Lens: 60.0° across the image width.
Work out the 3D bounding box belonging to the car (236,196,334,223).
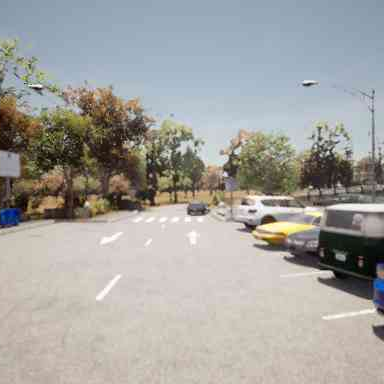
[{"bbox_3d":[5.452,1.301,20.504,5.566,2.045,2.435,1,0,-20],"label":"car"}]

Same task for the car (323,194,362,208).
[{"bbox_3d":[24.147,1.428,53.578,2.435,2.045,5.566,0,-1,-21],"label":"car"}]

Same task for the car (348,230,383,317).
[{"bbox_3d":[5.382,1.504,5.466,5.008,1.535,2.097,1,0,-20],"label":"car"}]

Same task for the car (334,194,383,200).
[{"bbox_3d":[18.470,1.365,36.454,2.435,2.045,5.566,0,1,-21],"label":"car"}]

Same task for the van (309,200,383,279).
[{"bbox_3d":[5.513,1.290,8.512,4.442,1.987,1.878,1,0,-20],"label":"van"}]

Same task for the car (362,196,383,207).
[{"bbox_3d":[30.203,1.559,53.724,2.185,1.767,4.553,1,-1,-21],"label":"car"}]

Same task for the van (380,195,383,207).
[{"bbox_3d":[33.184,1.463,53.866,1.878,1.987,4.442,0,-1,-21],"label":"van"}]

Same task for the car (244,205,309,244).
[{"bbox_3d":[5.243,1.527,14.411,5.366,1.575,1.946,1,0,-20],"label":"car"}]

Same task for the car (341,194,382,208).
[{"bbox_3d":[27.207,1.430,53.605,2.435,2.045,5.566,1,-1,-21],"label":"car"}]

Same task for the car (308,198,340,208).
[{"bbox_3d":[21.123,1.706,53.505,2.163,1.488,4.792,0,-1,-21],"label":"car"}]

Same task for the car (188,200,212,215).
[{"bbox_3d":[0.876,1.607,35.651,2.128,1.511,4.902,0,0,14],"label":"car"}]

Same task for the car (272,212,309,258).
[{"bbox_3d":[5.416,1.563,11.469,4.674,1.452,2.002,1,0,-20],"label":"car"}]
